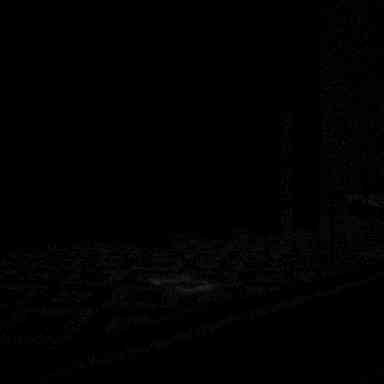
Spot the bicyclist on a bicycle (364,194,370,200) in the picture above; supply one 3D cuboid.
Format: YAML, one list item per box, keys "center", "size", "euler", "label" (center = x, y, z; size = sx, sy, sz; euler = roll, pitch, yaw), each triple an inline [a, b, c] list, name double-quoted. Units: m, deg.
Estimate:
- center: [20.789, 1.029, 39.608]
  size: [1.656, 1.620, 0.582]
  euler: [0, 1, -36]
  label: "bicyclist on a bicycle"

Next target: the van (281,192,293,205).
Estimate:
- center: [12.199, 0.930, 46.548]
  size: [1.690, 1.788, 3.998]
  euler: [1, 0, -36]
  label: "van"

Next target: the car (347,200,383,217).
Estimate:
- center: [14.771, 1.366, 28.275]
  size: [2.008, 1.369, 4.403]
  euler: [1, 0, -36]
  label: "car"
